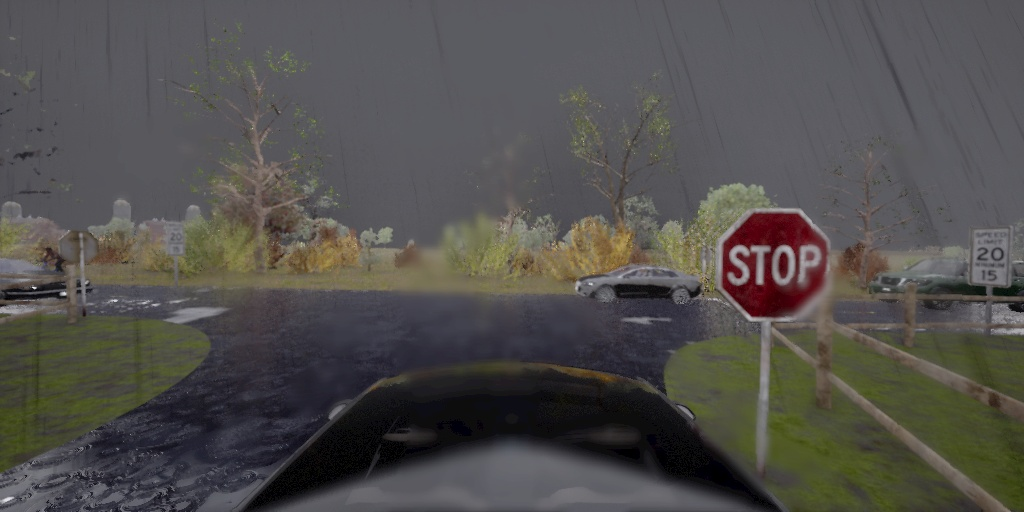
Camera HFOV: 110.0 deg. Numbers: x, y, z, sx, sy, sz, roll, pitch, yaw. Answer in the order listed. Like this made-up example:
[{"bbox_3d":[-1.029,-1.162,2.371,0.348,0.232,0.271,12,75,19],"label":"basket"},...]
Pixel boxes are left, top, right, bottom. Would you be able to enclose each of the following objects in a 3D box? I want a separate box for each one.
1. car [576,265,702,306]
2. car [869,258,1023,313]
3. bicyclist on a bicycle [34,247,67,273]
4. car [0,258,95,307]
[{"bbox_3d":[5.117,1.110,14.679,4.902,1.511,2.128,1,2,0],"label":"car"},{"bbox_3d":[18.163,1.123,14.688,5.566,2.045,2.150,1,2,0],"label":"car"},{"bbox_3d":[-22.622,0.391,17.665,0.582,1.620,1.656,1,1,0],"label":"bicyclist on a bicycle"},{"bbox_3d":[-17.207,0.776,11.696,5.357,1.411,2.033,1,2,0],"label":"car"}]
